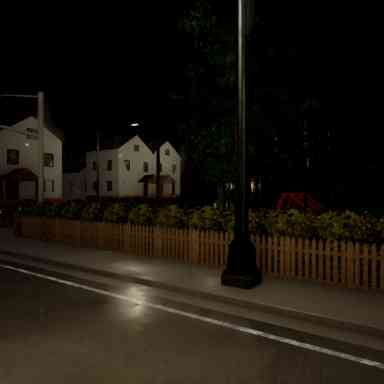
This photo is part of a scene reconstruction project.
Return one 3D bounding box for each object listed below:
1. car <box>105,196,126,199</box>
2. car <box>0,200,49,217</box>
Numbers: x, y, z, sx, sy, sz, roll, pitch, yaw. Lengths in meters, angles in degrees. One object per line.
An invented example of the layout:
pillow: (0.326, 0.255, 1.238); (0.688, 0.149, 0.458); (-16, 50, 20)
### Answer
car: (-9.400, 1.352, 38.817); (2.097, 1.767, 4.553); (0, 0, 35)
car: (-15.048, 1.491, 30.648); (2.128, 1.511, 4.902); (0, 0, 35)
